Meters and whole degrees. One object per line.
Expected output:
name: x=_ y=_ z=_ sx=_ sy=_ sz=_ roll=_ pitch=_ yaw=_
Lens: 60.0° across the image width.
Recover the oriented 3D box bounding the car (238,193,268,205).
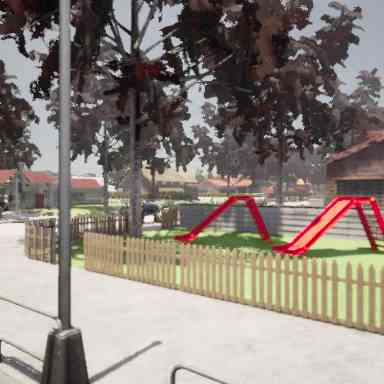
car: x=9.346 y=1.237 z=52.012 sx=2.150 sy=2.045 sz=5.566 roll=0 pitch=0 yaw=36

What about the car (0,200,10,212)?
car: x=-20.052 y=1.314 z=33.260 sx=4.181 sy=1.381 sz=1.994 roll=0 pitch=0 yaw=35

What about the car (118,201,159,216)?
car: x=-5.076 y=1.573 z=31.899 sx=1.994 sy=1.385 sz=4.181 roll=0 pitch=0 yaw=35
